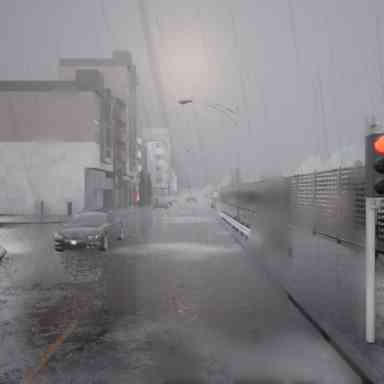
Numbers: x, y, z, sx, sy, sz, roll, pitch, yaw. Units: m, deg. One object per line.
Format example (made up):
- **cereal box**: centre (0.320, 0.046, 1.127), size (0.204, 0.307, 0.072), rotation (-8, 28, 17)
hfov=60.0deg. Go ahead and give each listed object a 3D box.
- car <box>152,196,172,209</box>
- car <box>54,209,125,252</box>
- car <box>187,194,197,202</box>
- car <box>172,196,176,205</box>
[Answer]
- **car**: centre (-4.116, 1.505, 44.388), size (1.837, 1.490, 4.892), rotation (0, 0, 0)
- **car**: centre (-4.104, 1.505, 13.967), size (1.837, 1.490, 4.892), rotation (0, 0, 0)
- **car**: centre (-0.038, 1.355, 76.657), size (2.097, 1.767, 4.553), rotation (0, 0, 0)
- **car**: centre (-4.113, 1.478, 54.621), size (1.882, 1.535, 5.008), rotation (0, 0, 0)
